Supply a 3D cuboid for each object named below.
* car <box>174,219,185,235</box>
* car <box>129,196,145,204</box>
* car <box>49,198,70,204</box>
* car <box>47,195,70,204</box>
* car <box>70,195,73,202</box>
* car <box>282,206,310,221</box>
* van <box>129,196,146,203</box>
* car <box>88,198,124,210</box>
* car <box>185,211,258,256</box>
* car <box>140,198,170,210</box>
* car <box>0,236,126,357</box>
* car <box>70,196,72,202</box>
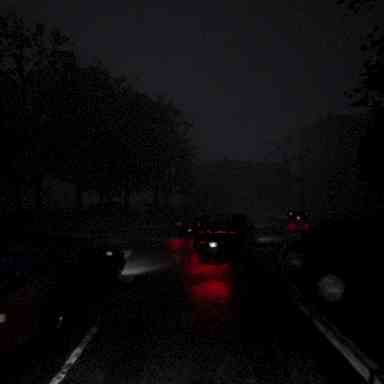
[{"bbox_3d":[0.996,1.770,19.522,1.895,1.301,4.718,0,-1,31],"label":"car"},{"bbox_3d":[-12.855,2.360,84.105,4.792,1.488,2.163,0,0,-15],"label":"car"},{"bbox_3d":[-34.198,2.313,85.972,4.674,1.452,2.002,0,0,-15],"label":"car"},{"bbox_3d":[-32.732,2.131,80.652,4.553,1.767,2.185,0,0,-15],"label":"car"},{"bbox_3d":[-34.887,2.153,88.643,4.553,1.767,2.185,0,0,-15],"label":"car"},{"bbox_3d":[9.345,1.912,30.210,1.895,1.301,4.718,0,-1,10],"label":"car"},{"bbox_3d":[-15.105,2.139,92.141,4.442,1.987,1.878,0,0,-15],"label":"van"},{"bbox_3d":[-13.841,2.084,52.559,4.902,1.511,2.128,0,-1,1],"label":"car"},{"bbox_3d":[1.513,1.599,13.770,1.837,1.490,4.892,-1,-1,19],"label":"car"},{"bbox_3d":[-5.739,2.185,54.552,4.181,1.385,1.994,0,-1,23],"label":"car"},{"bbox_3d":[-2.855,1.572,6.457,2.033,1.411,5.357,0,0,5],"label":"car"},{"bbox_3d":[-33.487,2.267,83.309,5.008,1.535,2.097,0,0,-15],"label":"car"}]
